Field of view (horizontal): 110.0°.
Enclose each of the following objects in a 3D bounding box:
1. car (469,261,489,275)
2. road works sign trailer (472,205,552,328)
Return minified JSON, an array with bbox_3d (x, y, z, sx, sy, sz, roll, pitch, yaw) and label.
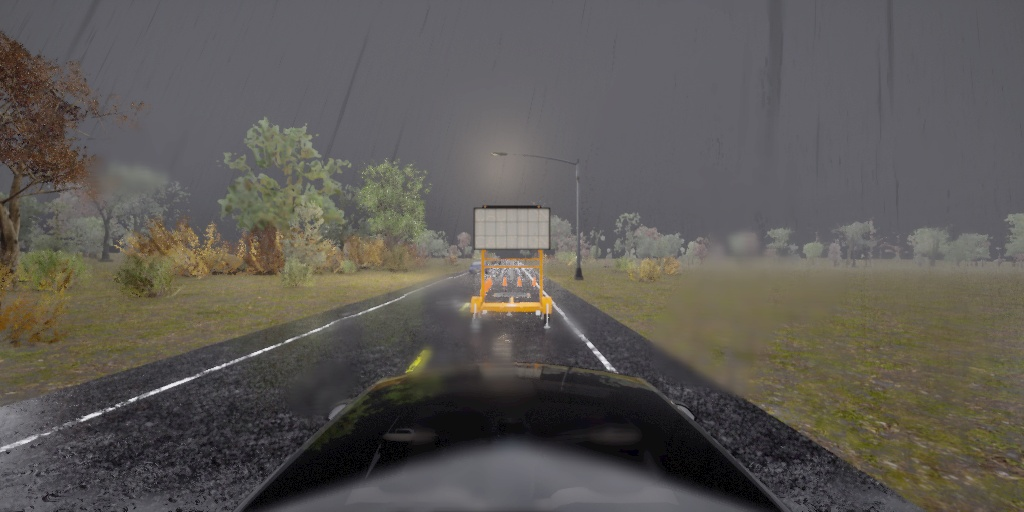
[{"bbox_3d":[-3.607,1.287,39.502,1.812,1.442,4.674,0,0,0],"label":"car"},{"bbox_3d":[0.001,0.215,11.340,2.380,3.560,2.880,0,0,0],"label":"road works sign trailer"}]
